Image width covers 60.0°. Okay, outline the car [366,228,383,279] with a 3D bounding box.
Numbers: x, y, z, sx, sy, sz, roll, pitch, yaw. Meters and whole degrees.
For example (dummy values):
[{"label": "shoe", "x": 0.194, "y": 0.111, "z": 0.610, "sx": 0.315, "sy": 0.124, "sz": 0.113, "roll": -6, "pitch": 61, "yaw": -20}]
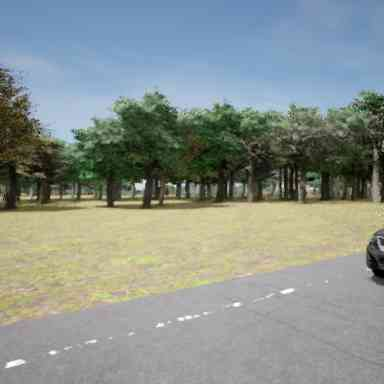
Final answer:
[{"label": "car", "x": 6.982, "y": 1.230, "z": 8.963, "sx": 5.566, "sy": 2.045, "sz": 2.150, "roll": 0, "pitch": 0, "yaw": -35}]
